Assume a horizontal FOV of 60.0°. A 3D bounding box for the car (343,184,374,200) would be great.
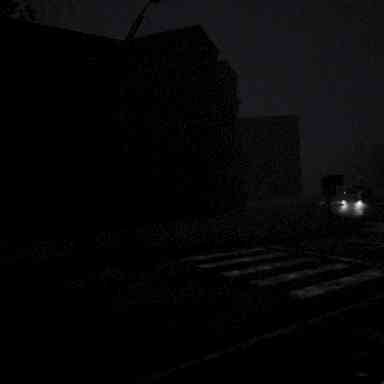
[{"bbox_3d":[18.893,-0.064,37.684,4.553,1.767,2.097,-6,4,-44],"label":"car"}]
